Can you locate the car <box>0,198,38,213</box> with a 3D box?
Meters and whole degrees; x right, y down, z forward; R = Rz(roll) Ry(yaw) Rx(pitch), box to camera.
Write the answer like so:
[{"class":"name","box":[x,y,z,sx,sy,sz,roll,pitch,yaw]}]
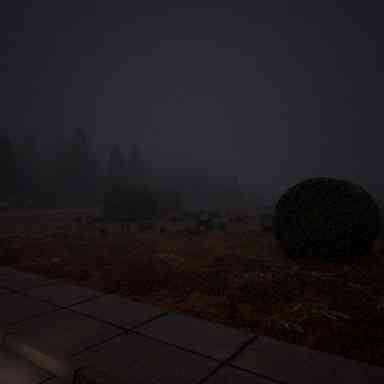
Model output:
[{"class":"car","box":[-20.154,1.470,37.763,1.882,1.535,5.008,0,0,37]}]
